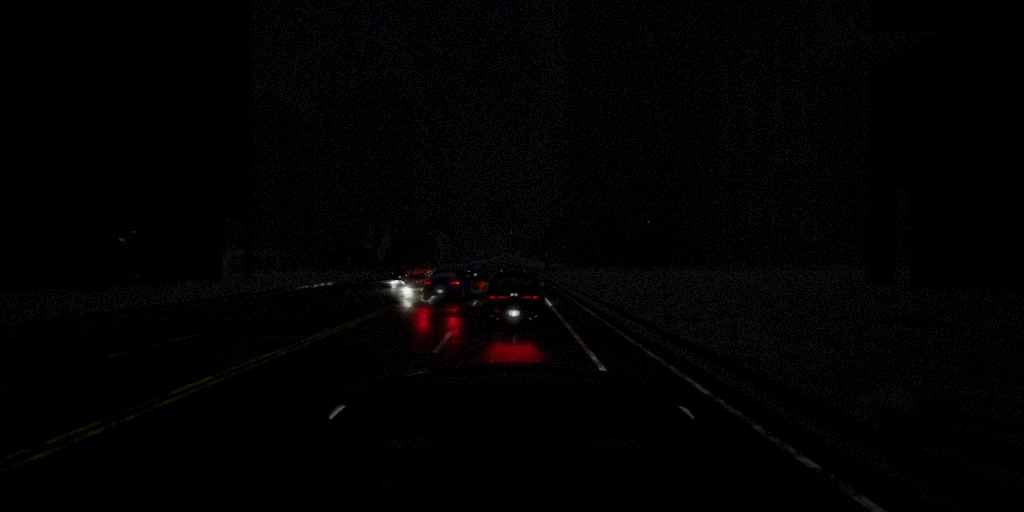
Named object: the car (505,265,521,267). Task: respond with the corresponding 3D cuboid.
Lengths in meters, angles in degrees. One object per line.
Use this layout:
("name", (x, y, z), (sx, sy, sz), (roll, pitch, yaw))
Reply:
("car", (0.081, 1.449, 29.101), (2.033, 1.411, 5.357), (0, 0, 0))

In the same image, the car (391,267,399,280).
("car", (-9.838, 1.481, 34.136), (2.033, 1.411, 5.357), (0, 0, 0))

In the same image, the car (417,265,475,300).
("car", (-3.162, 1.363, 18.086), (1.812, 1.442, 4.674), (0, 0, 0))

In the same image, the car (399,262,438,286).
("car", (-6.598, 1.242, 27.138), (2.097, 1.767, 4.553), (0, 0, 0))

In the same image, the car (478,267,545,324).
("car", (0.073, 1.310, 12.226), (1.837, 1.490, 4.892), (0, 0, 0))

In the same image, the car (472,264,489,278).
("car", (-3.162, 1.454, 33.347), (1.812, 1.442, 4.674), (0, 0, 0))
